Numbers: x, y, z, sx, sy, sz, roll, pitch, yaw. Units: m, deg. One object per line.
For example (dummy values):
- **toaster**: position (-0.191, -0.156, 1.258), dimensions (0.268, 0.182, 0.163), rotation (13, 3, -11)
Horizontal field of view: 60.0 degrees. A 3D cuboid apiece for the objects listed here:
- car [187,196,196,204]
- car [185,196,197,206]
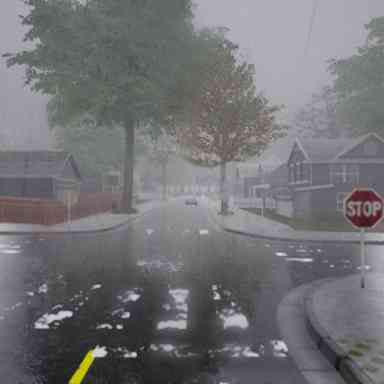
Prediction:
- **car**: position (-0.142, 1.515, 66.374), dimensions (1.812, 1.442, 4.674), rotation (0, 0, 0)
- **car**: position (-0.120, 1.556, 56.368), dimensions (1.994, 1.385, 4.181), rotation (0, 0, 0)
